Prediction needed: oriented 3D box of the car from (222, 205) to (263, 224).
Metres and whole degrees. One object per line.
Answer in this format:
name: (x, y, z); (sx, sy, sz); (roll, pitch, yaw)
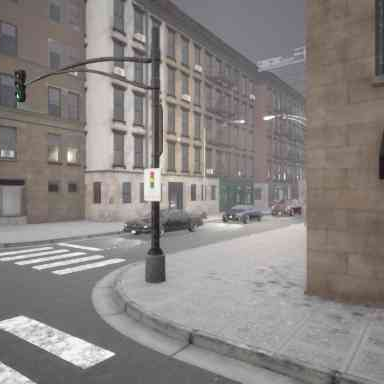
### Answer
car: (4.064, 1.696, 26.503); (1.994, 1.385, 4.181); (0, 0, 36)

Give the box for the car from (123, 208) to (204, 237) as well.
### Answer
car: (-1.388, 1.630, 18.861); (2.033, 1.411, 5.357); (0, 0, 35)

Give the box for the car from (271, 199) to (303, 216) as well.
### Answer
car: (9.979, 1.539, 34.789); (2.097, 1.767, 4.553); (0, 0, 35)
